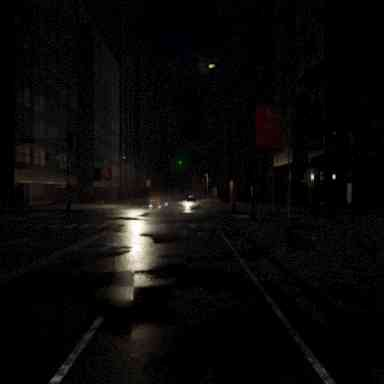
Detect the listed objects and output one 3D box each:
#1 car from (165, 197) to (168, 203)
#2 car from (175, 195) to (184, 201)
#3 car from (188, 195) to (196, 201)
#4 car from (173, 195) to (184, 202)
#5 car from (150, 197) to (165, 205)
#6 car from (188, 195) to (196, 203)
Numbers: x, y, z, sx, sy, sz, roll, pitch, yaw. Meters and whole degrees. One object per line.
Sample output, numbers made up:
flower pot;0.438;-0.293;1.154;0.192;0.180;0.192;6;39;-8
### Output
car;-6.501;1.731;76.121;1.895;1.301;4.718;0;0;0
car;-3.252;1.580;86.977;1.994;1.385;4.181;0;0;0
car;-0.002;1.581;86.978;1.994;1.385;4.181;0;0;0
car;-3.252;1.488;76.911;2.097;1.767;4.553;0;0;0
car;-6.530;1.584;60.921;1.882;1.535;5.008;0;0;1
car;-0.002;1.657;76.558;2.128;1.511;4.902;0;0;0
